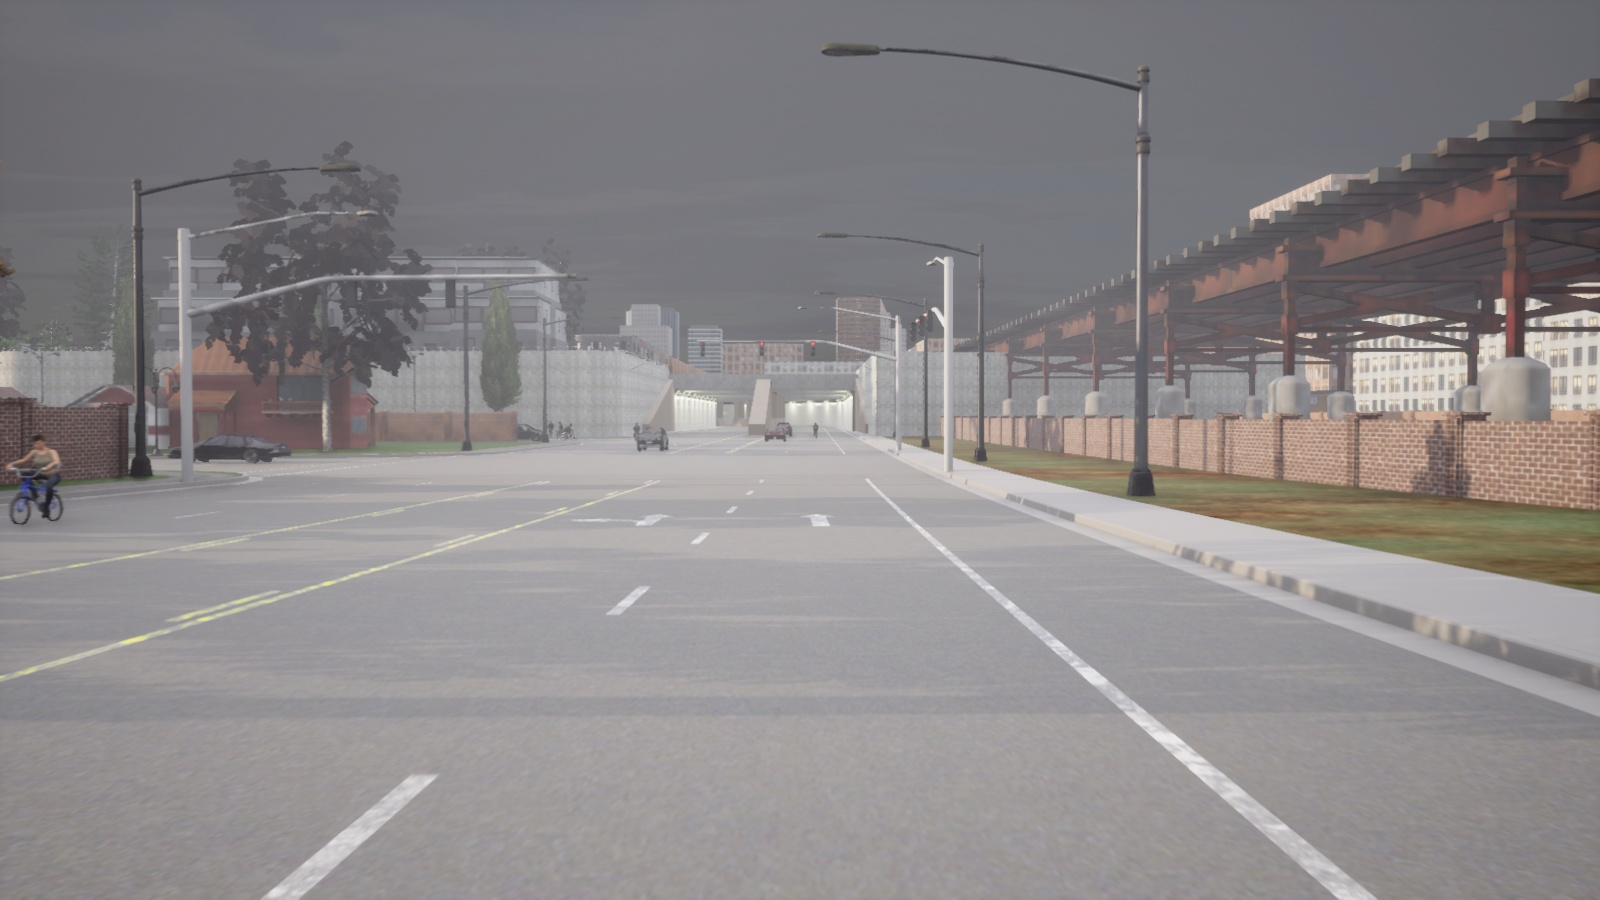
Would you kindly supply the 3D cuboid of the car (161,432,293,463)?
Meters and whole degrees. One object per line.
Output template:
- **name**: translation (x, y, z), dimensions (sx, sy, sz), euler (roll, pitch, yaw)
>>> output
- **car**: translation (-27.409, -0.113, 60.200), dimensions (5.357, 1.411, 2.033), euler (0, 2, -1)

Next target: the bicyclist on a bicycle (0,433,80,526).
- **bicyclist on a bicycle**: translation (-13.723, 0.502, 22.417), dimensions (0.866, 1.612, 1.509), euler (0, 1, 1)

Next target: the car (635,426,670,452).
- **car**: translation (-9.563, -0.737, 81.442), dimensions (1.789, 1.549, 3.705), euler (0, 2, 1)
